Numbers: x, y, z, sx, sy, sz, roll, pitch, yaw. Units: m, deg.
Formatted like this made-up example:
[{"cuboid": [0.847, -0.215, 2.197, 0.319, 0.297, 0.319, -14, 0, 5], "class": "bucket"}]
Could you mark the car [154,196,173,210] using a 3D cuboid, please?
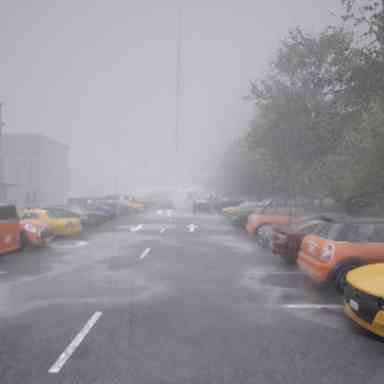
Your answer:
[{"cuboid": [-3.587, 1.660, 44.670, 1.994, 1.385, 4.181, 1, -1, -1], "class": "car"}]

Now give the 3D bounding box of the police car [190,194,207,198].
[{"cuboid": [1.050, 1.531, 49.059, 1.930, 1.638, 5.238, 0, 0, 0], "class": "police car"}]

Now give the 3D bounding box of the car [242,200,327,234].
[{"cuboid": [5.009, 1.407, 16.368, 4.553, 1.767, 2.185, 0, 0, 0], "class": "car"}]

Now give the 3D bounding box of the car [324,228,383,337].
[{"cuboid": [5.045, 1.499, 5.229, 5.008, 1.535, 2.097, 0, 0, 0], "class": "car"}]

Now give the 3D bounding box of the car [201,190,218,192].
[{"cuboid": [5.225, 1.037, 77.670, 5.366, 1.575, 1.946, 0, 2, 0], "class": "car"}]

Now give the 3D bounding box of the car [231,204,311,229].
[{"cuboid": [5.069, 1.577, 21.939, 4.792, 1.488, 2.163, 0, 0, 0], "class": "car"}]

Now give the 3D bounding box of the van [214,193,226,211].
[{"cuboid": [4.924, 1.350, 35.863, 4.442, 1.987, 1.878, 0, 0, 0], "class": "van"}]

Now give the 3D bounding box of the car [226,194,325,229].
[{"cuboid": [5.012, 1.289, 19.152, 5.566, 2.045, 2.435, 0, 0, 0], "class": "car"}]

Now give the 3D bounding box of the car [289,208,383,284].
[{"cuboid": [5.008, 1.383, 8.014, 4.553, 1.767, 2.185, 0, 0, 0], "class": "car"}]

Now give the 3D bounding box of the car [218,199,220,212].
[{"cuboid": [5.043, 1.606, 30.293, 4.674, 1.452, 2.002, 0, 0, 0], "class": "car"}]

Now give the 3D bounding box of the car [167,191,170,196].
[{"cuboid": [-8.069, 1.169, 74.836, 4.792, 1.488, 2.163, 0, 2, 0], "class": "car"}]

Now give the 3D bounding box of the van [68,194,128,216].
[{"cuboid": [-7.923, 1.334, 27.476, 4.442, 1.987, 1.878, 0, 0, 0], "class": "van"}]

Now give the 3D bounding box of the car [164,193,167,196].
[{"cuboid": [-8.069, 1.394, 66.469, 4.792, 1.488, 2.163, 0, 1, 0], "class": "car"}]

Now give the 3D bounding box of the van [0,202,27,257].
[{"cuboid": [-8.157, 1.291, 10.839, 4.442, 1.987, 1.878, 0, 0, 0], "class": "van"}]

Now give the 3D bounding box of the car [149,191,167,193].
[{"cuboid": [-8.071, 1.172, 69.252, 4.553, 1.767, 2.185, 0, 1, 0], "class": "car"}]

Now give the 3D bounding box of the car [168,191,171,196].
[{"cuboid": [-8.047, 1.043, 77.612, 4.892, 1.521, 2.231, 0, 2, 0], "class": "car"}]

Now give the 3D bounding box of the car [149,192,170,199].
[{"cuboid": [-8.046, 0.819, 83.191, 5.008, 1.535, 2.097, 0, 2, 0], "class": "car"}]

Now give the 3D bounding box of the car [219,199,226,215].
[{"cuboid": [5.045, 1.559, 27.507, 5.008, 1.535, 2.097, 0, 0, 0], "class": "car"}]

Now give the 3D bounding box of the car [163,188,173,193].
[{"cuboid": [-8.012, 0.684, 80.390, 5.566, 2.045, 2.435, 0, 2, 0], "class": "car"}]

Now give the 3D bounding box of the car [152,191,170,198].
[{"cuboid": [-8.009, 0.568, 85.962, 4.553, 1.767, 2.185, 0, 3, 0], "class": "car"}]

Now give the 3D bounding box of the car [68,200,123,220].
[{"cuboid": [-8.034, 1.553, 24.692, 5.008, 1.535, 2.097, 0, 0, 0], "class": "car"}]

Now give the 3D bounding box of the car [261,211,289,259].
[{"cuboid": [5.035, 1.517, 10.798, 5.008, 1.535, 2.097, 0, 0, 0], "class": "car"}]

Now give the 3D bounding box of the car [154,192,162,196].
[{"cuboid": [-8.009, 1.387, 58.112, 4.553, 1.767, 2.185, 0, 1, 0], "class": "car"}]

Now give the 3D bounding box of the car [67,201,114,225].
[{"cuboid": [-8.045, 1.547, 21.909, 5.008, 1.535, 2.097, 0, 0, 0], "class": "car"}]

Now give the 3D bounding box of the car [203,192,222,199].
[{"cuboid": [5.068, 0.846, 83.254, 4.792, 1.488, 2.163, 0, 3, 0], "class": "car"}]

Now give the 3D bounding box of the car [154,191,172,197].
[{"cuboid": [-8.070, 0.456, 91.533, 4.792, 1.488, 2.163, 0, 3, 0], "class": "car"}]

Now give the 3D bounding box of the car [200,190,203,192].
[{"cuboid": [5.225, 0.930, 80.463, 5.366, 1.575, 1.946, 0, 2, 0], "class": "car"}]

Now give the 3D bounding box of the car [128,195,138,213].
[{"cuboid": [-8.071, 1.445, 33.168, 4.553, 1.767, 2.185, 0, 0, 0], "class": "car"}]

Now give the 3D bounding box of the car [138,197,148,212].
[{"cuboid": [-7.854, 1.573, 35.826, 5.366, 1.575, 1.946, 0, 0, 0], "class": "car"}]

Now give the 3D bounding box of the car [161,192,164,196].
[{"cuboid": [-8.009, 1.347, 60.892, 4.553, 1.767, 2.185, 0, 1, 0], "class": "car"}]

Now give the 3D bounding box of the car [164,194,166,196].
[{"cuboid": [-8.011, 1.452, 63.682, 4.792, 1.488, 2.163, 0, 1, 0], "class": "car"}]

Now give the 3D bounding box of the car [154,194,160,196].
[{"cuboid": [-8.046, 1.568, 52.537, 5.008, 1.535, 2.097, 0, 0, 0], "class": "car"}]

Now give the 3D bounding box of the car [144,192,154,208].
[{"cuboid": [-8.012, 1.334, 41.393, 5.566, 2.045, 2.435, 0, 0, 0], "class": "car"}]

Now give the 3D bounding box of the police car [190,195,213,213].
[{"cuboid": [1.050, 1.527, 39.061, 1.930, 1.638, 5.238, 0, 0, 0], "class": "police car"}]

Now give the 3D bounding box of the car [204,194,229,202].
[{"cuboid": [5.034, 1.293, 69.437, 5.008, 1.535, 2.097, 0, 1, 0], "class": "car"}]

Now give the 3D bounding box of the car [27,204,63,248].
[{"cuboid": [-8.071, 1.399, 13.559, 4.553, 1.767, 2.185, 0, 0, 0], "class": "car"}]

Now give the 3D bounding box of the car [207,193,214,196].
[{"cuboid": [4.854, 1.507, 58.286, 5.366, 1.575, 1.946, 0, 1, 0], "class": "car"}]

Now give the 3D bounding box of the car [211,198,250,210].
[{"cuboid": [5.035, 1.591, 44.341, 5.008, 1.535, 2.097, 0, 0, 0], "class": "car"}]

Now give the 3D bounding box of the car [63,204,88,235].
[{"cuboid": [-8.225, 1.530, 16.342, 5.366, 1.575, 1.946, 0, 0, 0], "class": "car"}]

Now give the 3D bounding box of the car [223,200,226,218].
[{"cuboid": [5.047, 1.554, 24.722, 4.892, 1.521, 2.231, 0, 0, 0], "class": "car"}]

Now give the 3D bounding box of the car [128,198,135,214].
[{"cuboid": [-8.034, 1.566, 30.259, 4.892, 1.521, 2.231, 0, 0, 0], "class": "car"}]

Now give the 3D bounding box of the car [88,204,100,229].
[{"cuboid": [-8.037, 1.581, 19.125, 4.674, 1.452, 2.002, 0, 0, 0], "class": "car"}]

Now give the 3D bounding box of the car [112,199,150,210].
[{"cuboid": [-8.043, 1.631, 44.175, 4.674, 1.452, 2.002, 0, 0, 0], "class": "car"}]

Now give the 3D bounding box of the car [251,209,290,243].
[{"cuboid": [5.043, 1.565, 13.582, 4.674, 1.452, 2.002, 0, 0, 0], "class": "car"}]

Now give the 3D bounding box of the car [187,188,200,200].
[{"cuboid": [0.002, 0.750, 73.641, 2.150, 2.045, 5.566, 0, 2, 0], "class": "car"}]

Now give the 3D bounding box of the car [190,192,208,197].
[{"cuboid": [1.049, 1.418, 54.915, 2.097, 1.767, 4.553, 0, 1, 0], "class": "car"}]

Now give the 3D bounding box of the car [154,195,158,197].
[{"cuboid": [-8.045, 1.583, 49.748, 5.008, 1.535, 2.097, 0, 0, 0], "class": "car"}]

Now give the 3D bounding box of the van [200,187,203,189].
[{"cuboid": [4.913, 0.200, 91.604, 4.442, 1.987, 1.878, -1, 3, 0], "class": "van"}]
